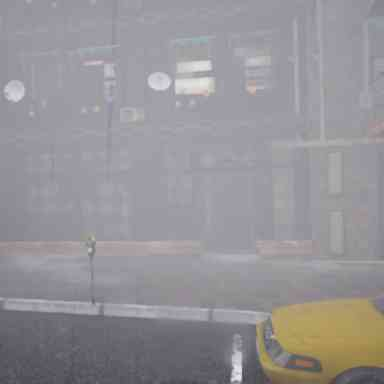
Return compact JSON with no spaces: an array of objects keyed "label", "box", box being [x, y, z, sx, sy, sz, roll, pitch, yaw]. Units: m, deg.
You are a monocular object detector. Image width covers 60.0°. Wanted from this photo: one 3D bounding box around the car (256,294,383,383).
[{"label":"car","box":[3.144,1.520,3.554,4.829,1.417,1.752,0,-1,9]}]
